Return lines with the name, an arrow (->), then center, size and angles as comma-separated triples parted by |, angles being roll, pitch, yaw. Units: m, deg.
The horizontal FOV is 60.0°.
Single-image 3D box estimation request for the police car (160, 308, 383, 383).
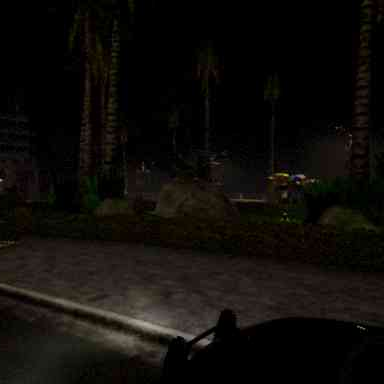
police car -> 2.056, 1.428, 1.781 | 5.238, 1.638, 1.930 | 0, 0, 37
